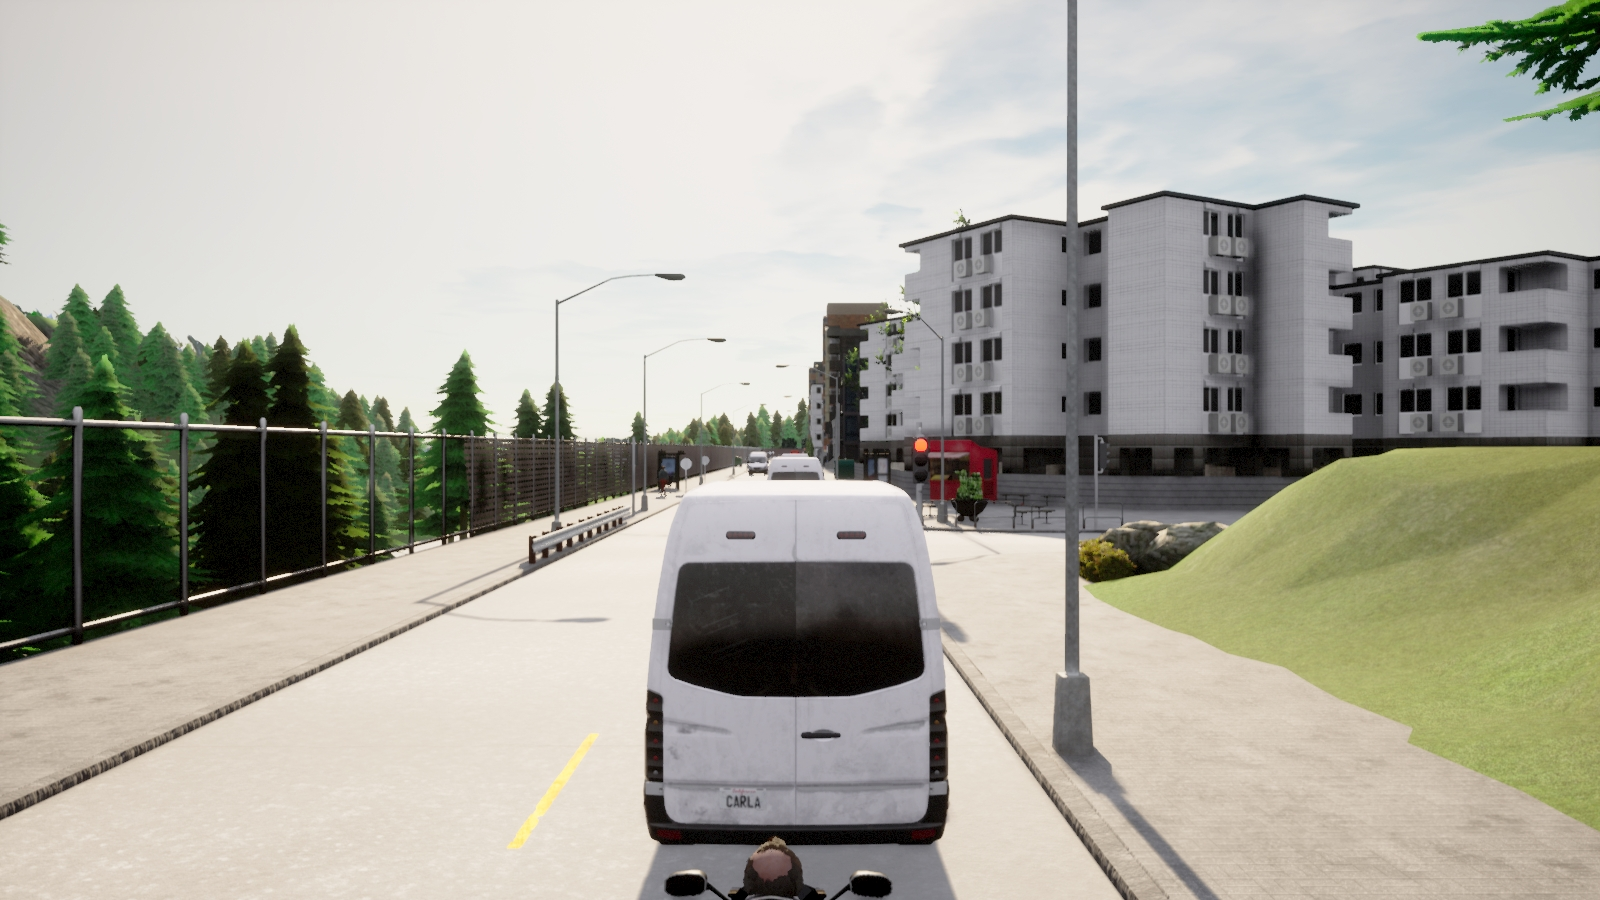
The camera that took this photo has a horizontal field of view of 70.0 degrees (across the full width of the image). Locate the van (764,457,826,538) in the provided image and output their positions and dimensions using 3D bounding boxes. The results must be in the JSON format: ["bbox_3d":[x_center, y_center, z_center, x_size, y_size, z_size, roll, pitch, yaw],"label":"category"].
[{"bbox_3d":[-0.167,1.530,39.470,1.988,2.561,5.915,0,0,0],"label":"van"}]

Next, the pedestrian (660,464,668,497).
[{"bbox_3d":[-7.779,1.737,65.276,0.375,1.860,0.375,0,0,-29],"label":"pedestrian"}]

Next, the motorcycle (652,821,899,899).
[{"bbox_3d":[-0.090,2.204,3.746,0.867,1.251,2.209,0,0,1],"label":"motorcycle"}]

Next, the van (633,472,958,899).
[{"bbox_3d":[-0.034,1.533,9.946,1.988,2.561,5.915,0,0,0],"label":"van"}]
